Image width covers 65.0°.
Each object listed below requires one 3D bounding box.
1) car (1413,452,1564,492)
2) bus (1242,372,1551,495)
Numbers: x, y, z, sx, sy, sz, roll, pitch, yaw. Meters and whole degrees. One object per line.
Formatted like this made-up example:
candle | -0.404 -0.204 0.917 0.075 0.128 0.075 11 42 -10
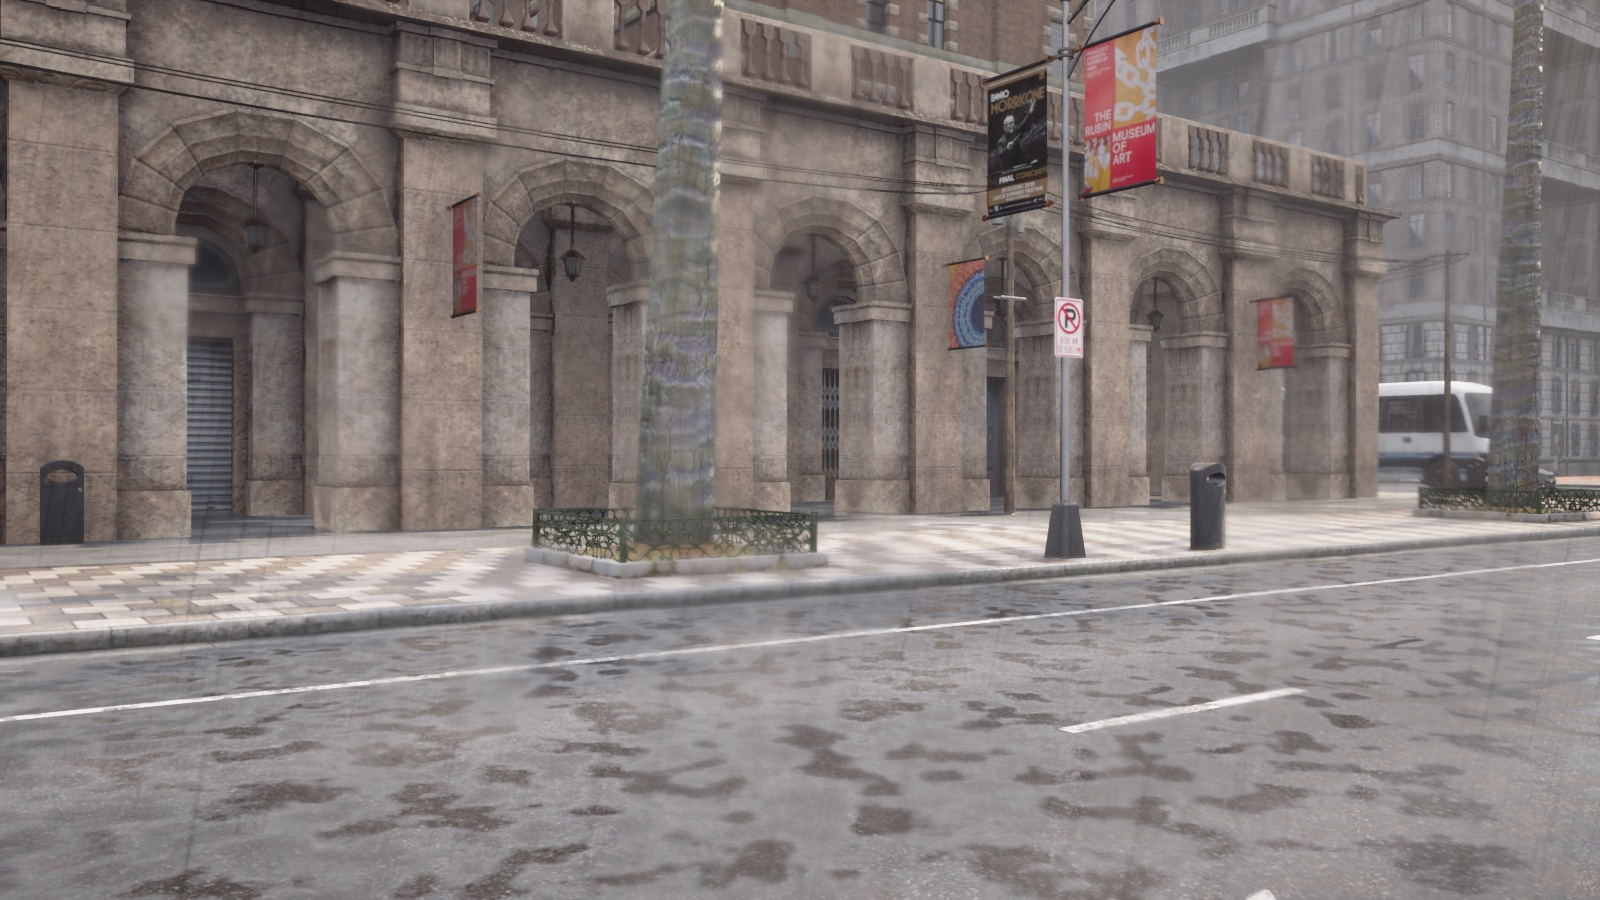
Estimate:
car | 26.913 0.813 49.256 1.837 1.490 4.892 0 0 -34
bus | 22.863 -0.560 48.917 3.944 4.253 10.273 0 0 -35
